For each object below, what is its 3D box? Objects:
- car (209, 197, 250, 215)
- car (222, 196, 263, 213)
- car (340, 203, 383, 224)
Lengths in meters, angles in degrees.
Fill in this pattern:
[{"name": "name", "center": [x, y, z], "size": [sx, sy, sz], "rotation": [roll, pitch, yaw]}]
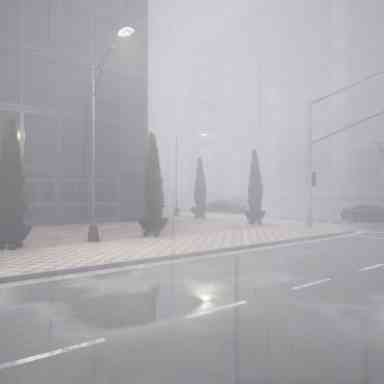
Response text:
[{"name": "car", "center": [3.845, 1.533, 35.289], "size": [1.882, 1.535, 5.008], "rotation": [0, 0, -36]}, {"name": "car", "center": [5.814, 1.408, 38.533], "size": [2.097, 1.767, 4.553], "rotation": [0, 0, -36]}, {"name": "car", "center": [12.820, 1.546, 22.986], "size": [1.837, 1.490, 4.892], "rotation": [0, -1, -36]}]
